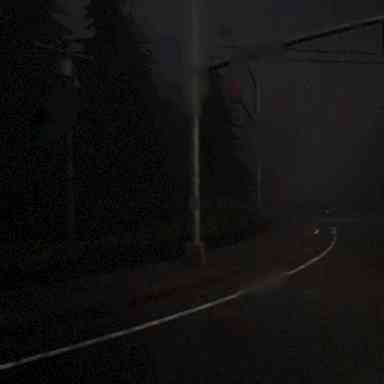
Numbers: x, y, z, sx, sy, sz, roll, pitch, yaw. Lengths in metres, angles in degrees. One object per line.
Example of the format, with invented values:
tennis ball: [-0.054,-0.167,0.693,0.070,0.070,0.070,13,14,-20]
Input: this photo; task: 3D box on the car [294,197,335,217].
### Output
car: [10.076,1.238,27.746,1.837,1.490,4.892,-1,0,-5]

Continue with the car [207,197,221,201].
car: [1.658,0.927,46.526,2.150,2.045,5.566,-1,0,-38]

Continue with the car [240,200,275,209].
car: [7.396,1.191,37.781,2.128,1.511,4.902,-1,0,-26]
